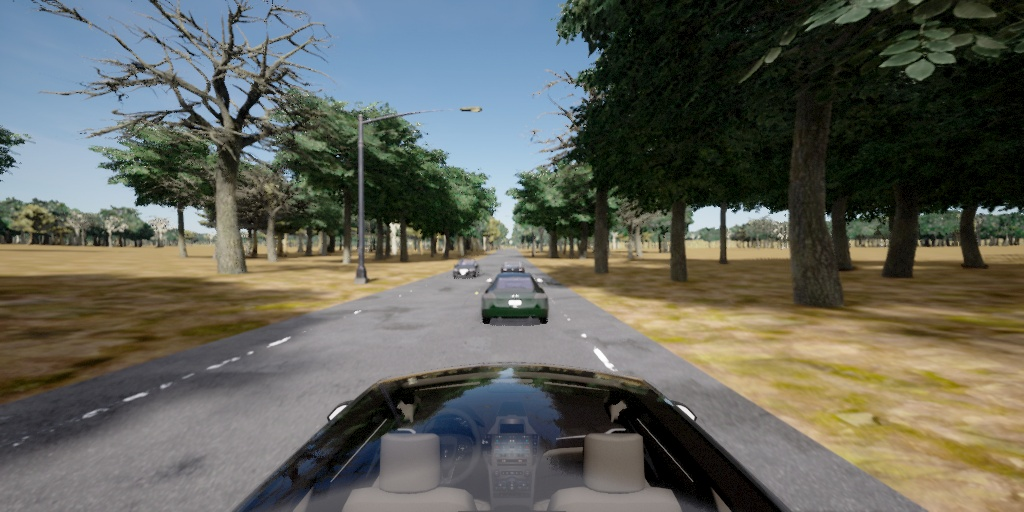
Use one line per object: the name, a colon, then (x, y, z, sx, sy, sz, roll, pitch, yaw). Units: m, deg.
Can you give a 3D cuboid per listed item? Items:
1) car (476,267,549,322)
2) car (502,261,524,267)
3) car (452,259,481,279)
car: (0.084, 1.229, 11.841, 1.994, 1.385, 4.181, 0, 1, 0)
car: (0.058, 1.092, 29.762, 1.895, 1.301, 4.718, 0, 1, 0)
car: (-3.637, 0.989, 29.253, 2.128, 1.511, 4.902, 0, 1, 0)
